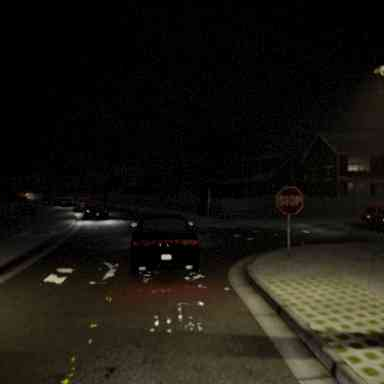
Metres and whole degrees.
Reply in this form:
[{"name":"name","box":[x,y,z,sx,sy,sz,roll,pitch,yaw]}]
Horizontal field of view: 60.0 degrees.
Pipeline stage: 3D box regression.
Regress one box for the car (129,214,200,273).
[{"name":"car","box":[-0.930,1.435,10.670,1.882,1.535,5.008,0,0,-7]}]

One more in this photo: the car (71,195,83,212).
[{"name":"car","box":[-11.805,1.340,36.713,1.882,1.535,5.008,0,0,-27]}]

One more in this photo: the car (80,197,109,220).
[{"name":"car","box":[-7.975,1.419,27.460,1.812,1.442,4.674,0,0,-20]}]

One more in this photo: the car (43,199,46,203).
[{"name":"car","box":[-26.379,1.366,62.734,2.033,1.411,5.357,-1,0,-43]}]

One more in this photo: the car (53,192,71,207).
[{"name":"car","box":[-18.750,1.061,48.679,2.150,2.045,5.566,0,0,-36]}]

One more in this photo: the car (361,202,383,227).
[{"name":"car","box":[12.197,0.938,18.021,5.566,2.045,2.150,-1,1,-5]}]
